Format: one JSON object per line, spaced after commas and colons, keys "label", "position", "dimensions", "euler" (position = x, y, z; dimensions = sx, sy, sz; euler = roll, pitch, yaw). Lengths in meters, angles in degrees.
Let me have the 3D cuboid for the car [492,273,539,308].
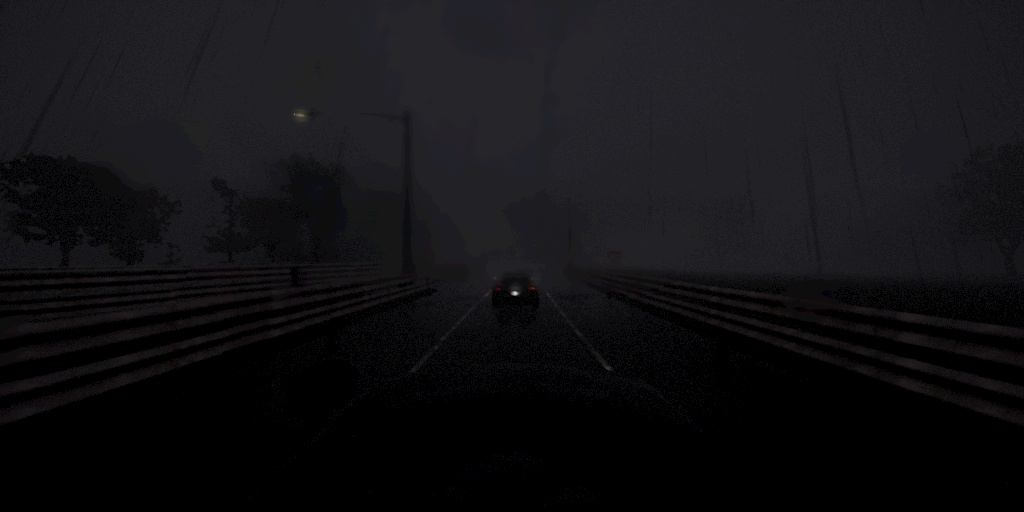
{"label": "car", "position": [0.189, 1.456, 16.056], "dimensions": [1.994, 1.385, 4.181], "euler": [0, -1, 2]}
